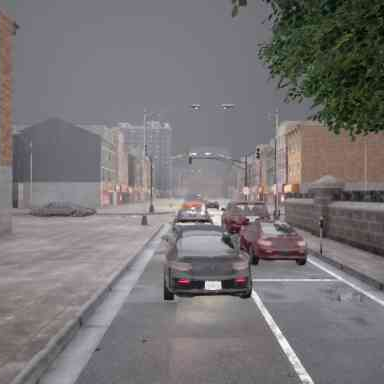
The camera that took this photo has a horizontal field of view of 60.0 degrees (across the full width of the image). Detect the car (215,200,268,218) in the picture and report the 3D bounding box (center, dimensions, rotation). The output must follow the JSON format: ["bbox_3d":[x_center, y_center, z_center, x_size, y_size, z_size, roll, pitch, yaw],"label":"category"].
[{"bbox_3d":[2.618,1.324,16.820,2.192,1.841,5.009,1,0,0],"label":"car"}]

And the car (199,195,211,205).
[{"bbox_3d":[2.530,1.432,64.999,2.192,1.841,5.009,1,0,0],"label":"car"}]

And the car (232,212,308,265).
[{"bbox_3d":[2.625,1.586,11.370,1.802,1.307,4.206,1,0,0],"label":"car"}]

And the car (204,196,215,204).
[{"bbox_3d":[2.567,1.599,43.250,1.887,1.381,4.507,1,0,0],"label":"car"}]

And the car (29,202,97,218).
[{"bbox_3d":[-10.939,1.538,28.370,5.357,1.411,2.033,0,-1,0],"label":"car"}]

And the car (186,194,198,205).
[{"bbox_3d":[-0.015,1.337,64.773,2.150,2.045,5.566,0,0,0],"label":"car"}]

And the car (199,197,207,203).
[{"bbox_3d":[2.508,1.738,75.873,1.802,1.307,4.206,0,0,0],"label":"car"}]

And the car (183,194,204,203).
[{"bbox_3d":[0.014,1.396,38.680,2.097,1.767,4.553,0,0,3],"label":"car"}]

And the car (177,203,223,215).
[{"bbox_3d":[0.049,1.499,15.705,2.128,1.511,4.902,0,0,0],"label":"car"}]

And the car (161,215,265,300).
[{"bbox_3d":[0.221,1.528,8.319,1.812,1.442,4.674,0,0,-4],"label":"car"}]

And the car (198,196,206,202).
[{"bbox_3d":[2.489,1.752,86.748,2.008,1.369,4.403,0,0,0],"label":"car"}]
